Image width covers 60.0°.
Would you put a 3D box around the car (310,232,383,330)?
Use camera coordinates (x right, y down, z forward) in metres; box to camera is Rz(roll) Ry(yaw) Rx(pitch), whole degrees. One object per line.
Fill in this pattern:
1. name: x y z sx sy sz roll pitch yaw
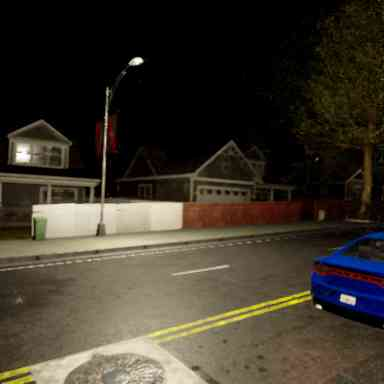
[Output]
1. car: 4.436 1.538 6.604 5.008 1.535 1.882 1 0 -36
